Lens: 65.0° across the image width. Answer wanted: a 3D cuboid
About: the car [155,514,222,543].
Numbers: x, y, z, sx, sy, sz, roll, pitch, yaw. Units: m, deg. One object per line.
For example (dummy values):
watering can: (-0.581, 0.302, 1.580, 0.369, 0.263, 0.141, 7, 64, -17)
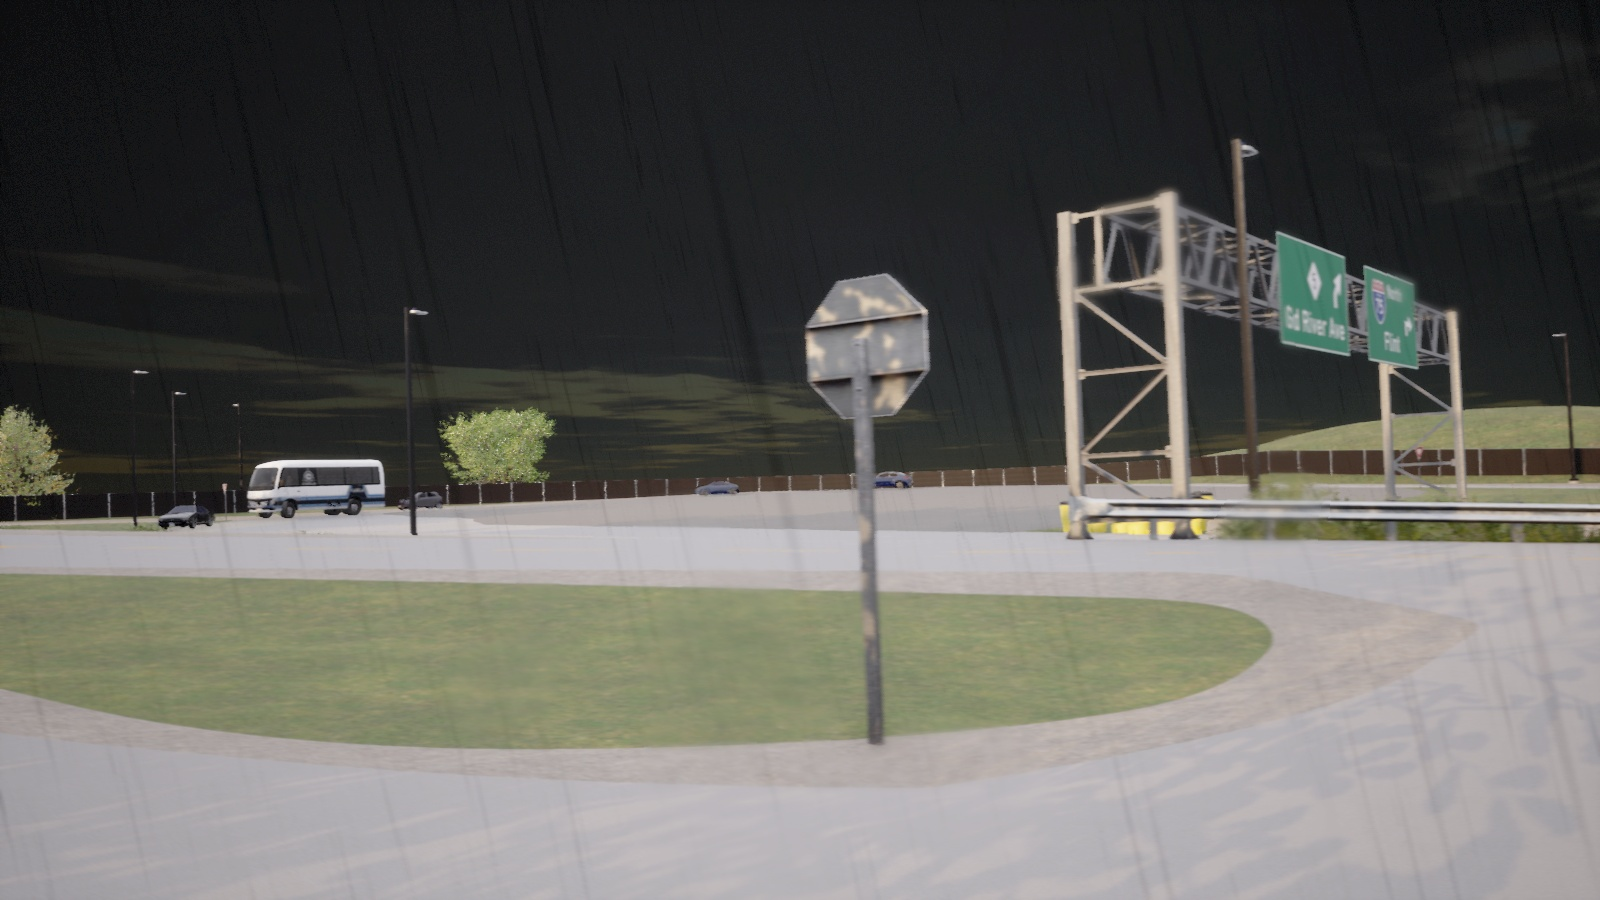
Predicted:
car: (-37.283, 4.768, 76.703, 2.033, 1.411, 5.357, -2, -1, -8)
